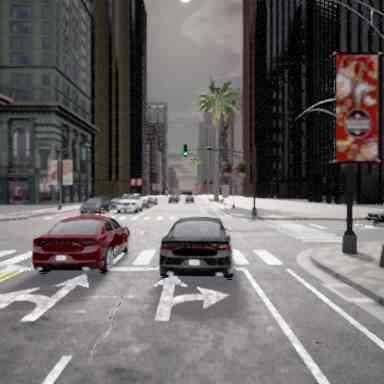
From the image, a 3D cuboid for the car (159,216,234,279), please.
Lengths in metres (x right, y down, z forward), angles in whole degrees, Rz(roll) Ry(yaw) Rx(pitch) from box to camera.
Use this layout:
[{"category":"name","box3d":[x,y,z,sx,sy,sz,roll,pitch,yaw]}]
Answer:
[{"category":"car","box3d":[0.254,1.478,10.150,1.882,1.535,5.008,0,0,5]}]

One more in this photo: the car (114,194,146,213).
[{"category":"car","box3d":[-6.853,1.225,37.192,2.150,2.045,5.566,0,0,0]}]

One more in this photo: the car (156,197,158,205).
[{"category":"car","box3d":[-6.878,1.496,57.358,2.128,1.511,4.902,0,0,0]}]

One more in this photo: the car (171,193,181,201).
[{"category":"car","box3d":[-3.738,1.193,76.661,2.097,1.767,4.553,0,0,0]}]

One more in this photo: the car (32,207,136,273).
[{"category":"car","box3d":[-3.258,1.478,10.716,1.882,1.535,5.008,0,0,0]}]

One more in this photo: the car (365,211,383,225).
[{"category":"car","box3d":[14.072,1.580,21.856,4.718,1.301,1.895,0,0,0]}]

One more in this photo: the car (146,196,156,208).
[{"category":"car","box3d":[-6.880,1.495,47.235,2.128,1.511,4.902,0,0,0]}]

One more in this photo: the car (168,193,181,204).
[{"category":"car","box3d":[-3.679,1.509,66.271,1.837,1.490,4.892,0,0,0]}]

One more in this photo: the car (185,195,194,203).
[{"category":"car","box3d":[-0.438,1.508,67.883,1.837,1.490,4.892,0,0,0]}]

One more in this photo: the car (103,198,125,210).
[{"category":"car","box3d":[-10.129,1.530,43.664,1.812,1.442,4.674,0,0,0]}]

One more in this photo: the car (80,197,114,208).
[{"category":"car","box3d":[-10.123,1.356,34.970,2.097,1.767,4.553,0,0,1]}]

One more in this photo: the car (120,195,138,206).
[{"category":"car","box3d":[-10.108,1.357,53.878,2.097,1.767,4.553,0,0,0]}]

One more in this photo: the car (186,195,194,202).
[{"category":"car","box3d":[-0.496,1.483,78.016,1.882,1.535,5.008,0,0,0]}]
